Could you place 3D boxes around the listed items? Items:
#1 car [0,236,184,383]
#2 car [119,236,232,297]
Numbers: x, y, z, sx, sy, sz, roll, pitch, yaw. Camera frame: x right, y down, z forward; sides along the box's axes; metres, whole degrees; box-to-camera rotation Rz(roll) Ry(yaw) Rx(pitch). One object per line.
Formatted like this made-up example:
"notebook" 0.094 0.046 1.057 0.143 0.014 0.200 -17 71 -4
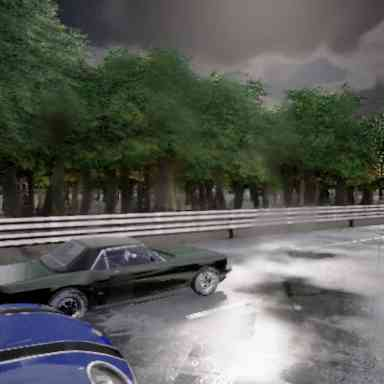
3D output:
"car" -2.540 1.344 1.895 4.553 1.767 2.097 0 0 -36
"car" -1.436 1.597 6.979 4.718 1.301 1.895 0 0 -35
